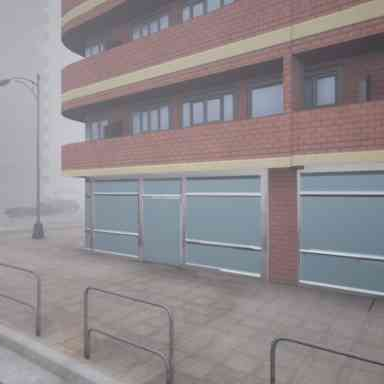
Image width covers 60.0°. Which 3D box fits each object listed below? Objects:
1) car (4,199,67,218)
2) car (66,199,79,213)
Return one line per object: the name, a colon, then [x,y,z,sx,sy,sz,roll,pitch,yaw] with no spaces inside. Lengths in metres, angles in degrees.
car: [-14.135,1.601,29.923,1.895,1.301,4.718,0,0,36]
car: [-14.419,1.505,35.459,1.837,1.490,4.892,0,0,36]
